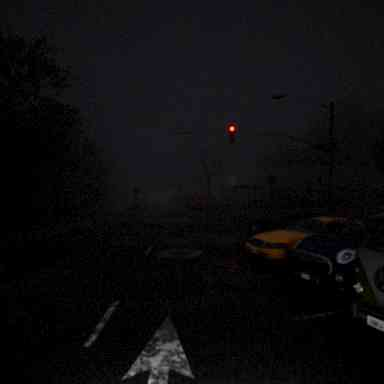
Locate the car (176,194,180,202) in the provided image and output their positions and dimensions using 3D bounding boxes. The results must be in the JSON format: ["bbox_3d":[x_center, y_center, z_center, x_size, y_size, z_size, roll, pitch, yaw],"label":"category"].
[{"bbox_3d":[0.170,1.587,70.198,5.566,2.045,2.435,1,0,-27],"label":"car"}]

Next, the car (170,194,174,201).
[{"bbox_3d":[-2.039,1.637,88.073,5.566,2.045,2.435,1,-1,-27],"label":"car"}]

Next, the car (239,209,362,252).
[{"bbox_3d":[4.711,1.553,14.462,4.792,1.488,2.163,1,0,-22],"label":"car"}]

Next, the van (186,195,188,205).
[{"bbox_3d":[1.816,1.595,55.200,4.442,1.987,1.878,1,0,-27],"label":"van"}]

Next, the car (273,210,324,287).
[{"bbox_3d":[4.712,1.378,8.472,4.553,1.767,2.185,1,0,-21],"label":"car"}]

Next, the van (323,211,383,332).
[{"bbox_3d":[4.625,1.268,5.398,4.442,1.987,1.878,1,0,-21],"label":"van"}]

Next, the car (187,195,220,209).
[{"bbox_3d":[2.209,1.694,52.248,4.553,1.767,2.185,1,0,-26],"label":"car"}]

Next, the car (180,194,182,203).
[{"bbox_3d":[1.253,1.577,61.250,5.566,2.045,2.435,1,0,-27],"label":"car"}]

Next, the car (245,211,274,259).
[{"bbox_3d":[4.440,1.505,11.413,5.366,1.575,1.946,1,0,-22],"label":"car"}]

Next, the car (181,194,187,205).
[{"bbox_3d":[1.556,1.574,58.228,5.566,2.045,2.435,1,0,-27],"label":"car"}]

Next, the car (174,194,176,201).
[{"bbox_3d":[-1.355,1.736,82.084,4.553,1.767,2.185,1,-1,-27],"label":"car"}]
